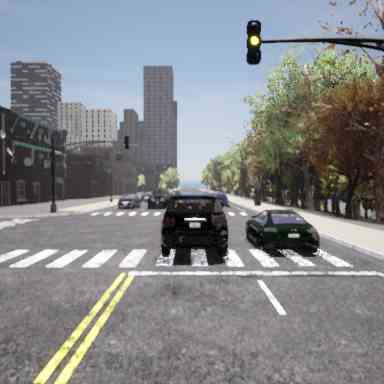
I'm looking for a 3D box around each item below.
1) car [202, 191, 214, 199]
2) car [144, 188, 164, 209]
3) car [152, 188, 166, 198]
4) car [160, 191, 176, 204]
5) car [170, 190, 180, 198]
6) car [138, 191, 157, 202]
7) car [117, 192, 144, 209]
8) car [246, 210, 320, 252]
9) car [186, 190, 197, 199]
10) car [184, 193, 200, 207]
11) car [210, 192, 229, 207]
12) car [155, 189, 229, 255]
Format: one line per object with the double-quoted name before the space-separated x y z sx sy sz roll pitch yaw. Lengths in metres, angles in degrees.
"car" 3.122 0.518 65.778 2.033 1.411 5.357 0 1 0
"car" -3.422 0.661 35.894 2.150 2.045 5.566 0 1 1
"car" -6.635 0.166 67.475 2.150 2.045 5.566 0 1 0
"car" -3.424 0.729 47.943 1.882 1.535 5.008 0 2 0
"car" -3.385 0.454 67.165 1.837 1.490 4.892 0 1 0
"car" -6.666 0.706 50.263 2.128 1.511 4.902 0 1 0
"car" -6.661 0.936 35.572 2.128 1.511 4.902 0 1 0
"car" 3.325 1.363 12.881 1.994 1.385 4.181 0 1 0
"car" -0.125 0.455 66.302 2.128 1.511 4.902 0 1 0
"car" 0.021 0.904 39.768 1.812 1.442 4.674 0 1 0
"car" 3.270 0.848 40.294 1.882 1.535 5.008 0 1 0
"car" 0.076 1.027 12.456 2.150 2.045 5.566 0 1 0
